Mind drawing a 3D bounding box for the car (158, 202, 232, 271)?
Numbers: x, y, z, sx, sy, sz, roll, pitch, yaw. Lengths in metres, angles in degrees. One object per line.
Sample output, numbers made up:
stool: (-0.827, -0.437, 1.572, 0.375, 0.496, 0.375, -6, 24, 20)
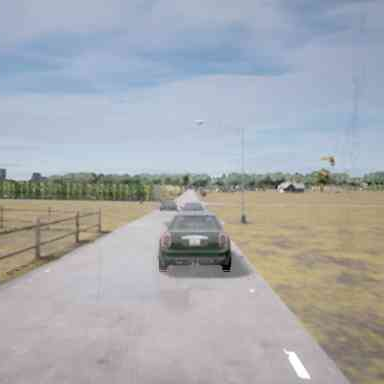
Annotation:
car: (0.086, 1.388, 11.214, 2.097, 1.767, 4.553, 0, 0, 0)

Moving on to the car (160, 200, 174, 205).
car: (-2.825, 1.634, 40.431, 1.994, 1.385, 4.181, 0, 0, 0)

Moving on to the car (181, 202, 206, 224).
car: (0.093, 1.579, 26.765, 1.837, 1.490, 4.892, 0, 0, 0)
